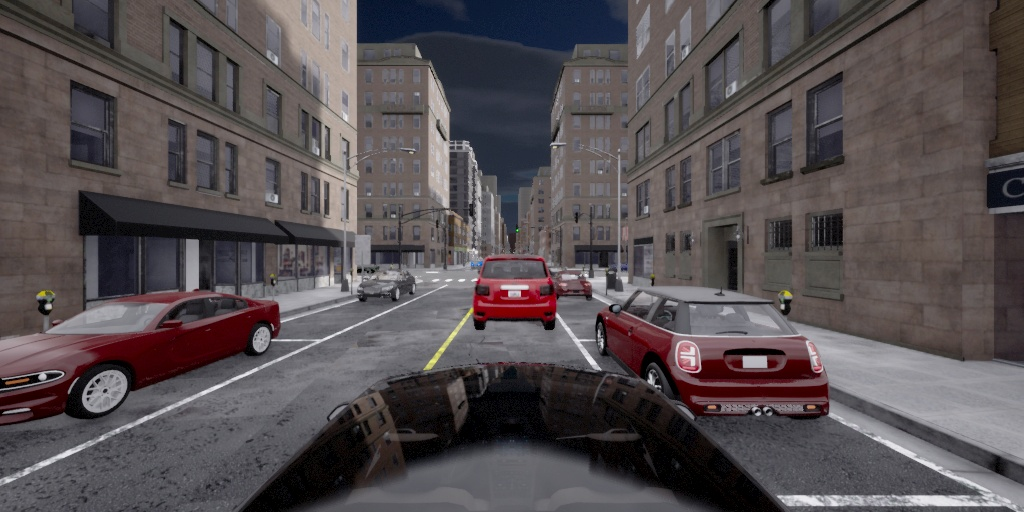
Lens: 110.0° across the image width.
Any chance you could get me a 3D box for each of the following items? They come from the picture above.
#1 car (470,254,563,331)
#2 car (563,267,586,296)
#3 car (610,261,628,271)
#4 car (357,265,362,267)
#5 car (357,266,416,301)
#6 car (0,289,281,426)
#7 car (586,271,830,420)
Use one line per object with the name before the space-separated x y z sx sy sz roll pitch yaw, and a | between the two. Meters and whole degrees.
car | 0.076 0.974 11.126 2.150 2.045 5.566 0 0 0
car | 2.696 1.333 17.071 1.802 1.307 4.207 0 0 0
car | 14.601 1.299 44.632 4.674 1.442 1.812 0 0 -2
car | -16.381 1.332 37.818 4.718 1.301 1.895 0 0 0
car | -5.830 1.302 17.081 2.007 1.370 4.403 0 0 0
car | -5.850 1.295 5.889 1.888 1.381 4.507 0 0 0
car | 2.675 1.190 5.882 1.967 1.591 4.097 0 0 0
